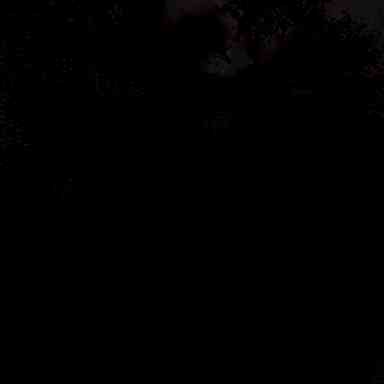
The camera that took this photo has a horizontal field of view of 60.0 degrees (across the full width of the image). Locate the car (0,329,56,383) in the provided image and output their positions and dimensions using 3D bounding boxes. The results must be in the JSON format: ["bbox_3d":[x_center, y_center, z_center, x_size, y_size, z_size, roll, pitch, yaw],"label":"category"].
[{"bbox_3d":[-2.919,1.494,0.978,4.902,1.511,2.128,0,0,-36],"label":"car"}]
